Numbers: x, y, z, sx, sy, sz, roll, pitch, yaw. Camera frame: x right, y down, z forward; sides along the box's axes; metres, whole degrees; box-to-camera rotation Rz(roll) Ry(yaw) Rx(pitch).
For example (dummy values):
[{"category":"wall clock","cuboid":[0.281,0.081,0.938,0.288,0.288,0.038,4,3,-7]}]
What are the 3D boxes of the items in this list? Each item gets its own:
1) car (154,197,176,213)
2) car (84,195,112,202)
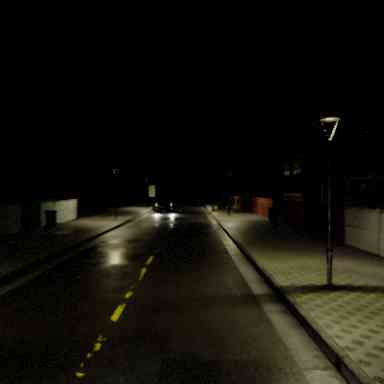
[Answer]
[{"category":"car","cuboid":[-2.857,1.308,35.973,2.097,1.767,4.553,0,0,0]},{"category":"car","cuboid":[-16.782,1.267,59.489,4.892,1.490,1.837,3,-1,-20]}]
